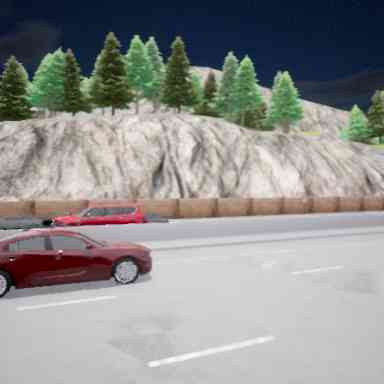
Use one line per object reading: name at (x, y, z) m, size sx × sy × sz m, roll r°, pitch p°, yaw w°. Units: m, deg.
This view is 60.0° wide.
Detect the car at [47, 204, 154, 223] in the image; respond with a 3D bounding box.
car at (-5.415, 1.760, 19.775) m, size 5.566 × 2.045 × 2.150 m, roll 0°, pitch -1°, yaw -24°

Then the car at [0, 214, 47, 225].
car at (-12.968, 2.316, 24.353) m, size 4.181 × 1.385 × 1.994 m, roll 0°, pitch -1°, yaw -20°

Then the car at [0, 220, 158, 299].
car at (-3.580, 1.744, 9.041) m, size 5.008 × 1.535 × 1.882 m, roll 0°, pitch -1°, yaw -22°

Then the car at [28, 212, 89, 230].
car at (-11.459, 2.428, 28.626) m, size 4.718 × 1.301 × 1.895 m, roll 0°, pitch -1°, yaw -22°

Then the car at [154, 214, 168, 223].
car at (-3.846, 2.180, 24.275) m, size 4.181 × 1.385 × 1.994 m, roll 0°, pitch -1°, yaw -24°
